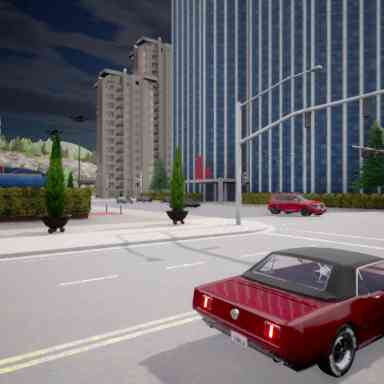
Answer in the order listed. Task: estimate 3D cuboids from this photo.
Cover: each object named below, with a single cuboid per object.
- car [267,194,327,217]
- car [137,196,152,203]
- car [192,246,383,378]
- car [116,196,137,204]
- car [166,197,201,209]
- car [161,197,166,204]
[{"bbox_3d":[9.748,1.221,31.346,2.150,2.045,5.566,0,0,-39],"label":"car"},{"bbox_3d":[-10.225,1.511,70.692,2.128,1.511,4.902,0,0,-36],"label":"car"},{"bbox_3d":[2.422,1.601,5.540,4.718,1.301,1.895,0,0,-35],"label":"car"},{"bbox_3d":[-12.612,1.536,62.006,1.812,1.442,4.674,0,0,-36],"label":"car"},{"bbox_3d":[-0.959,1.547,45.825,2.033,1.411,5.357,0,0,-36],"label":"car"},{"bbox_3d":[-4.049,1.491,62.305,2.128,1.511,4.902,0,0,-36],"label":"car"}]
